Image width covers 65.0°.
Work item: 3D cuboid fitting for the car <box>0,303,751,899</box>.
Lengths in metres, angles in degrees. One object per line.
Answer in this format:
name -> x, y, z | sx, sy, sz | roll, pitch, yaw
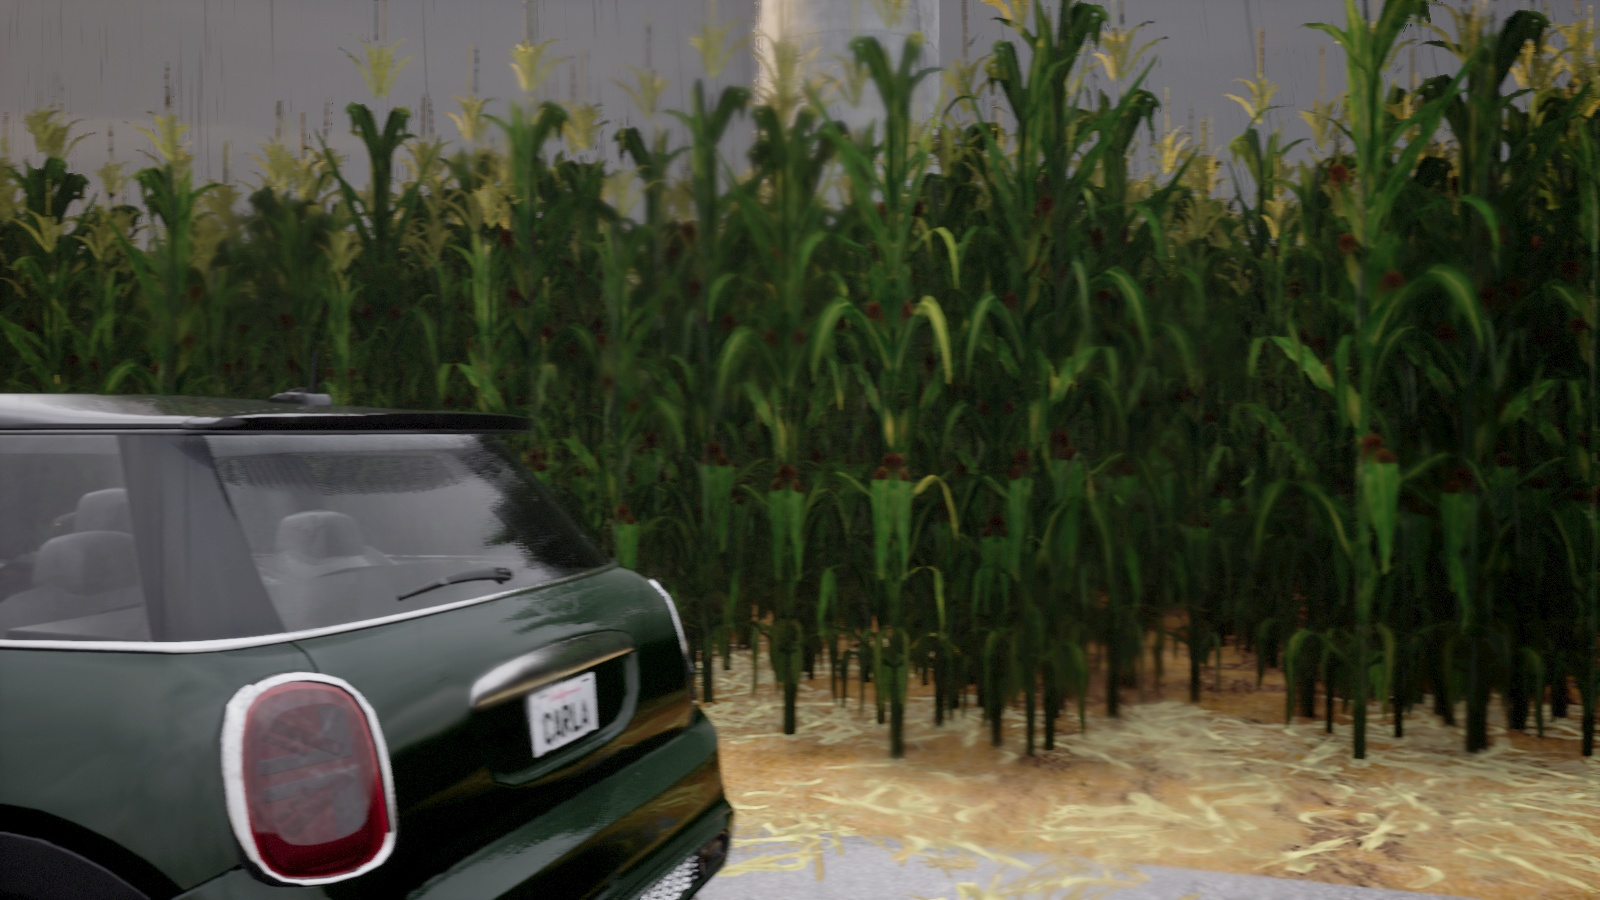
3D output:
car -> -2.651, 0.618, 3.661 | 4.553, 1.767, 2.097 | 1, 1, 19
